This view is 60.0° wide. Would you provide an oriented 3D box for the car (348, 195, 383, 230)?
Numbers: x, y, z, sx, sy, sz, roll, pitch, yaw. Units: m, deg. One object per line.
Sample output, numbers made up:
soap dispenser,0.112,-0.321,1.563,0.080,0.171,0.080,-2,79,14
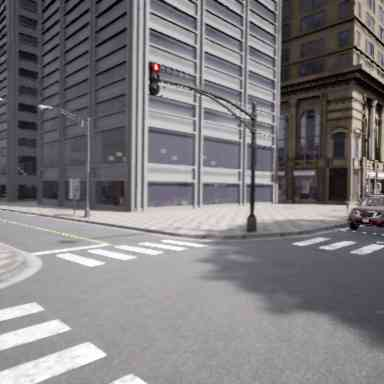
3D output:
car,10.358,1.083,18.151,5.009,1.841,2.192,0,2,-44
